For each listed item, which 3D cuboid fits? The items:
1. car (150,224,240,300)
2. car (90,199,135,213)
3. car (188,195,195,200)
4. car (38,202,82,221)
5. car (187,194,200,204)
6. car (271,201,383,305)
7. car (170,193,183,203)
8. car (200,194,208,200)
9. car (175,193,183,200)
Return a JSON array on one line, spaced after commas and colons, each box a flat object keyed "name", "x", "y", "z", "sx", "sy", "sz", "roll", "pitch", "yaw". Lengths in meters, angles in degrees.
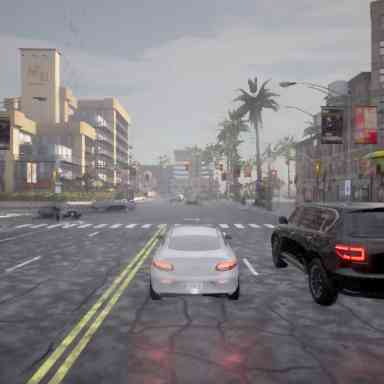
[{"name": "car", "x": 0.061, "y": 1.526, "z": 8.289, "sx": 1.812, "sy": 1.442, "sz": 4.674, "roll": 0, "pitch": 0, "yaw": 0}, {"name": "car", "x": -8.828, "y": 1.491, "z": 37.057, "sx": 4.902, "sy": 1.511, "sz": 2.128, "roll": 0, "pitch": 0, "yaw": -26}, {"name": "car", "x": -0.097, "y": 1.595, "z": 91.771, "sx": 1.895, "sy": 1.301, "sz": 4.718, "roll": 0, "pitch": 0, "yaw": 0}, {"name": "car", "x": -10.920, "y": 1.564, "z": 27.448, "sx": 4.181, "sy": 1.385, "sz": 1.994, "roll": 0, "pitch": 0, "yaw": 40}, {"name": "car", "x": -0.002, "y": 1.564, "z": 63.645, "sx": 1.994, "sy": 1.385, "sz": 4.181, "roll": 0, "pitch": 0, "yaw": 0}, {"name": "car", "x": 3.559, "y": 1.221, "z": 8.232, "sx": 2.150, "sy": 2.045, "sz": 5.566, "roll": 0, "pitch": 0, "yaw": 0}, {"name": "car", "x": -3.574, "y": 1.553, "z": 71.265, "sx": 1.994, "sy": 1.385, "sz": 4.181, "roll": 0, "pitch": 0, "yaw": 0}, {"name": "car", "x": 3.402, "y": 1.355, "z": 92.864, "sx": 2.097, "sy": 1.767, "sz": 4.553, "roll": 0, "pitch": 0, "yaw": 0}, {"name": "car", "x": -3.599, "y": 1.225, "z": 91.812, "sx": 2.150, "sy": 2.045, "sz": 5.566, "roll": 0, "pitch": 0, "yaw": 0}]
